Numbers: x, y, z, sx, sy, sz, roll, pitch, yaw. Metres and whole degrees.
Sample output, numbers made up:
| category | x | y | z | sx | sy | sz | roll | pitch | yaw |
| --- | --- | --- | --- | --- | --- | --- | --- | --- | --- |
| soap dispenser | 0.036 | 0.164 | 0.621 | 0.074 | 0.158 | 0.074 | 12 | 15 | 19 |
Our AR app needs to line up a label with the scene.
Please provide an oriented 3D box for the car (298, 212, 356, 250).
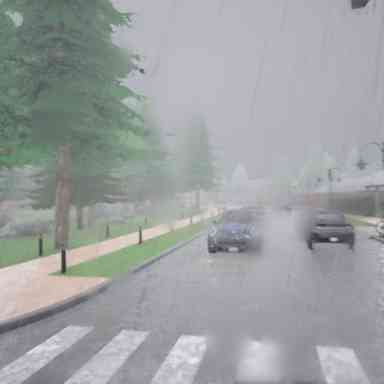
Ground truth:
| category | x | y | z | sx | sy | sz | roll | pitch | yaw |
| --- | --- | --- | --- | --- | --- | --- | --- | --- | --- |
| car | 6.031 | 1.641 | 15.196 | 2.128 | 1.511 | 4.902 | -1 | -1 | 13 |

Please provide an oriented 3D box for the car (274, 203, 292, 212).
| category | x | y | z | sx | sy | sz | roll | pitch | yaw |
| --- | --- | --- | --- | --- | --- | --- | --- | --- | --- |
| car | 12.775 | 2.171 | 46.956 | 1.895 | 1.301 | 4.718 | -1 | -1 | 7 |

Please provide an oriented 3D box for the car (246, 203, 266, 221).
| category | x | y | z | sx | sy | sz | roll | pitch | yaw |
| --- | --- | --- | --- | --- | --- | --- | --- | --- | --- |
| car | 6.481 | 1.960 | 33.309 | 1.837 | 1.490 | 4.892 | -1 | -1 | 13 |

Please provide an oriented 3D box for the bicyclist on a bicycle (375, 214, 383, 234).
| category | x | y | z | sx | sy | sz | roll | pitch | yaw |
| --- | --- | --- | --- | --- | --- | --- | --- | --- | --- |
| bicyclist on a bicycle | 10.382 | 1.381 | 17.207 | 1.656 | 1.620 | 0.582 | -1 | -1 | 13 |

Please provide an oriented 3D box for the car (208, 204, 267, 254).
| category | x | y | z | sx | sy | sz | roll | pitch | yaw |
| --- | --- | --- | --- | --- | --- | --- | --- | --- | --- |
| car | 2.042 | 1.566 | 14.492 | 2.097 | 1.767 | 4.553 | -1 | -1 | 13 |
